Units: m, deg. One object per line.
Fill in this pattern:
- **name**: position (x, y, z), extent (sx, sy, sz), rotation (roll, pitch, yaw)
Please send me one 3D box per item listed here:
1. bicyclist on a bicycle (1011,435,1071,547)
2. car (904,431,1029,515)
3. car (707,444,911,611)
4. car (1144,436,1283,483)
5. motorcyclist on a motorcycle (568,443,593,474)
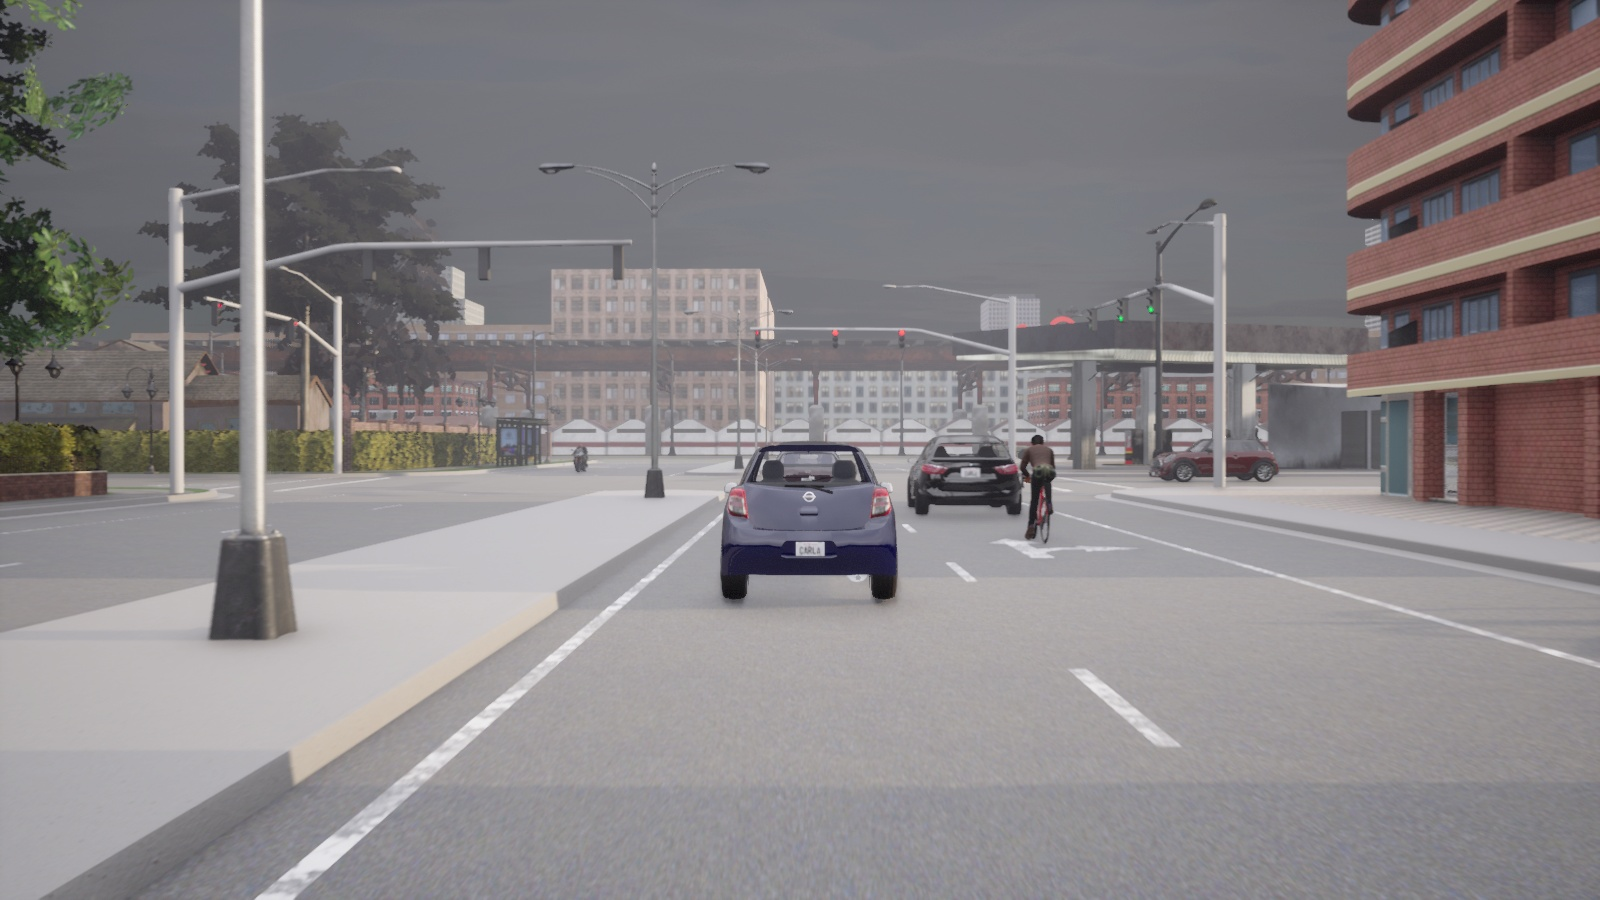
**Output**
- **bicyclist on a bicycle**: position (3.619, 0.594, 18.978), extent (0.582, 1.620, 1.656), rotation (1, 0, 0)
- **car**: position (3.513, 0.440, 27.328), extent (2.242, 1.667, 4.611), rotation (0, 0, 2)
- **car**: position (0.090, 0.686, 13.143), extent (1.845, 1.501, 3.633), rotation (0, 0, 0)
- **car**: position (15.632, 0.349, 47.642), extent (4.553, 1.767, 2.097), rotation (0, 0, -1)
- **motorcyclist on a motorcycle**: position (-11.123, 0.414, 63.647), extent (0.866, 1.530, 2.191), rotation (0, 0, 0)
